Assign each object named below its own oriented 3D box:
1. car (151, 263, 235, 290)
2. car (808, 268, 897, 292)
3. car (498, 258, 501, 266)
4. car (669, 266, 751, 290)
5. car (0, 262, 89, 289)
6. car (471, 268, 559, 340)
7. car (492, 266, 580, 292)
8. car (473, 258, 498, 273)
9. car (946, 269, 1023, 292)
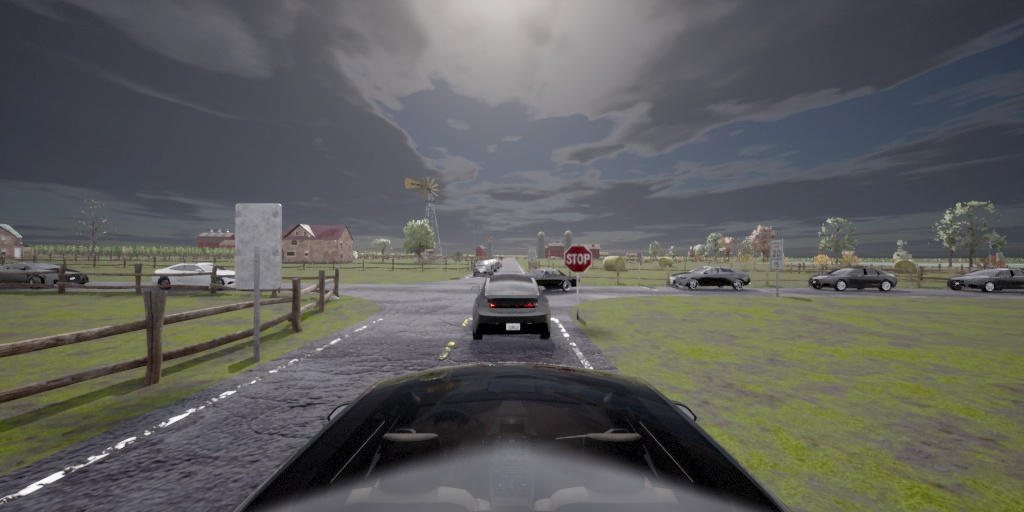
[{"bbox_3d":[-17.249,1.102,19.982,4.674,1.442,1.812,1,-1,-1],"label":"car"},{"bbox_3d":[22.194,1.498,23.483,4.892,1.490,1.837,1,-1,-1],"label":"car"},{"bbox_3d":[-2.865,1.239,46.162,2.128,1.511,4.902,0,0,0],"label":"car"},{"bbox_3d":[12.792,1.395,23.309,4.902,1.511,2.128,1,-1,-2],"label":"car"},{"bbox_3d":[-26.369,1.047,19.858,4.181,1.385,1.994,1,-1,-1],"label":"car"},{"bbox_3d":[-0.076,1.256,10.031,1.837,1.490,4.892,0,0,-2],"label":"car"},{"bbox_3d":[1.494,1.368,20.077,4.718,1.301,1.895,1,0,-35],"label":"car"},{"bbox_3d":[-2.870,1.241,36.717,2.128,1.511,4.902,0,0,0],"label":"car"},{"bbox_3d":[31.696,1.586,23.606,4.892,1.490,1.837,1,-1,-1],"label":"car"}]
